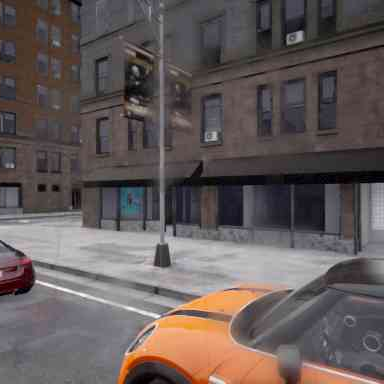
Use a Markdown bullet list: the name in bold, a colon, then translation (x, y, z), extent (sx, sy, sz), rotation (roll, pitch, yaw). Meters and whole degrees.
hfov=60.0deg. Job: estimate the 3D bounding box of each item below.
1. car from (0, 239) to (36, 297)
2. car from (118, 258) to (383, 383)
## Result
- **car**: translation (-5.416, 1.564, 7.533), extent (4.181, 1.385, 1.994), rotation (0, 0, 36)
- **car**: translation (1.524, 1.352, 2.599), extent (4.553, 1.767, 2.097), rotation (0, 0, 36)
